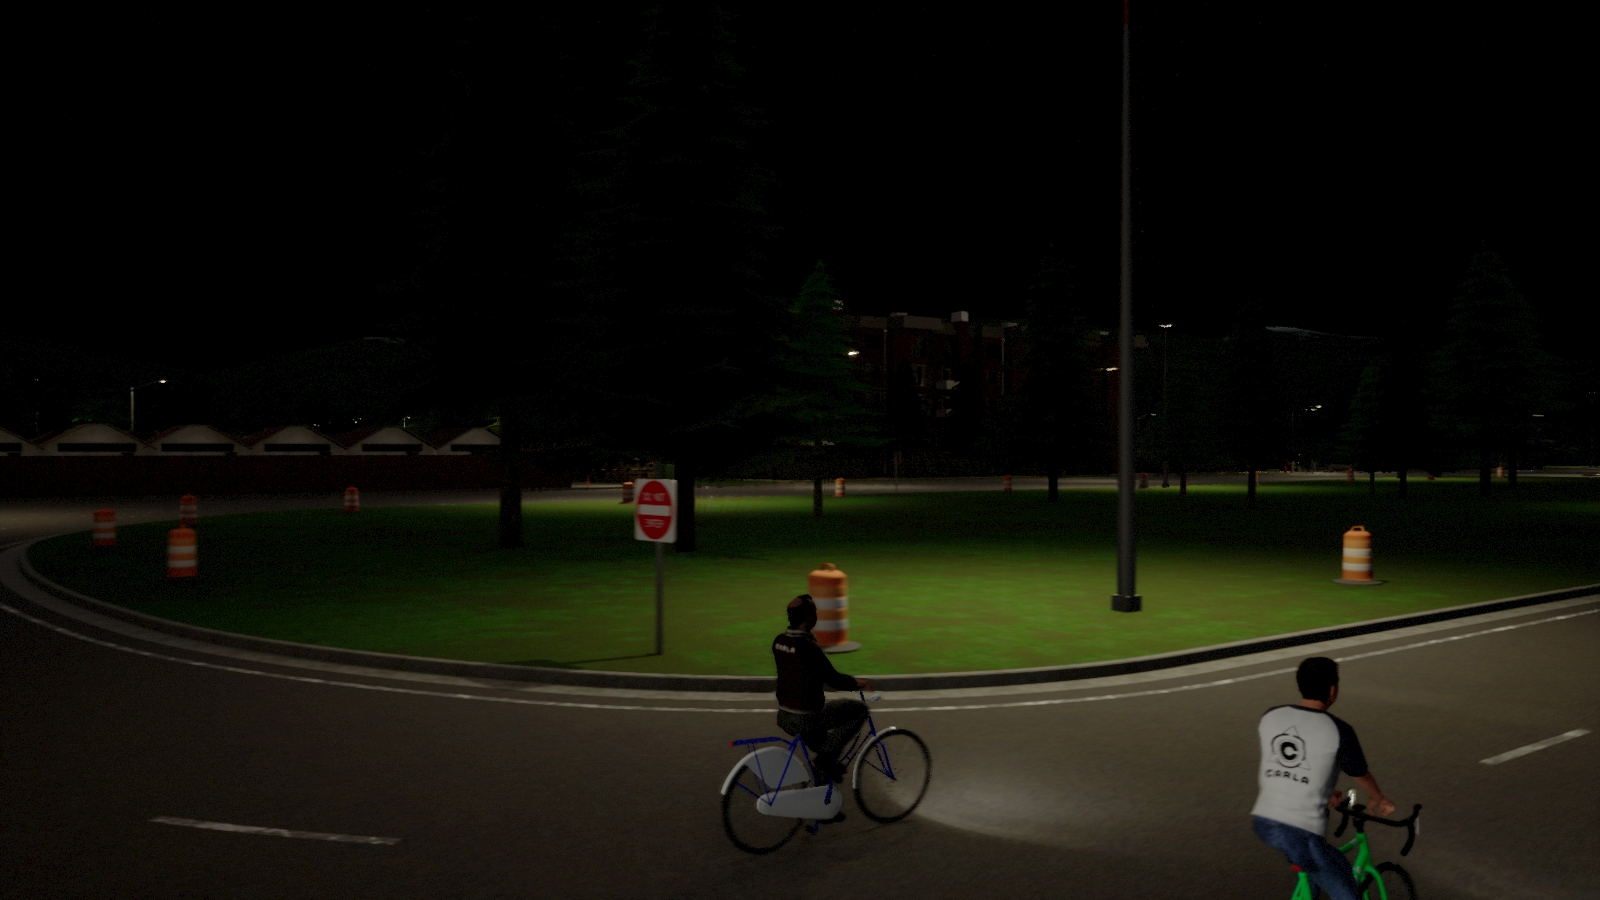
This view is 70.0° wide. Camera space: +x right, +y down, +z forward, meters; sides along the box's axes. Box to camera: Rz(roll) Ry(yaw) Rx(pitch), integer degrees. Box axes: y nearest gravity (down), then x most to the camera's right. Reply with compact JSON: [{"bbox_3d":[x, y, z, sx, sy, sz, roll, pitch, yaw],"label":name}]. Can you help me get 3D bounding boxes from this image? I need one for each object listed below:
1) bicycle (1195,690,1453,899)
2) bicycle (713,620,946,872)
[{"bbox_3d":[2.607,2.056,5.611,1.643,1.496,0.373,0,0,-35],"label":"bicycle"},{"bbox_3d":[0.253,2.060,8.244,1.835,1.471,0.329,0,0,-35],"label":"bicycle"}]
